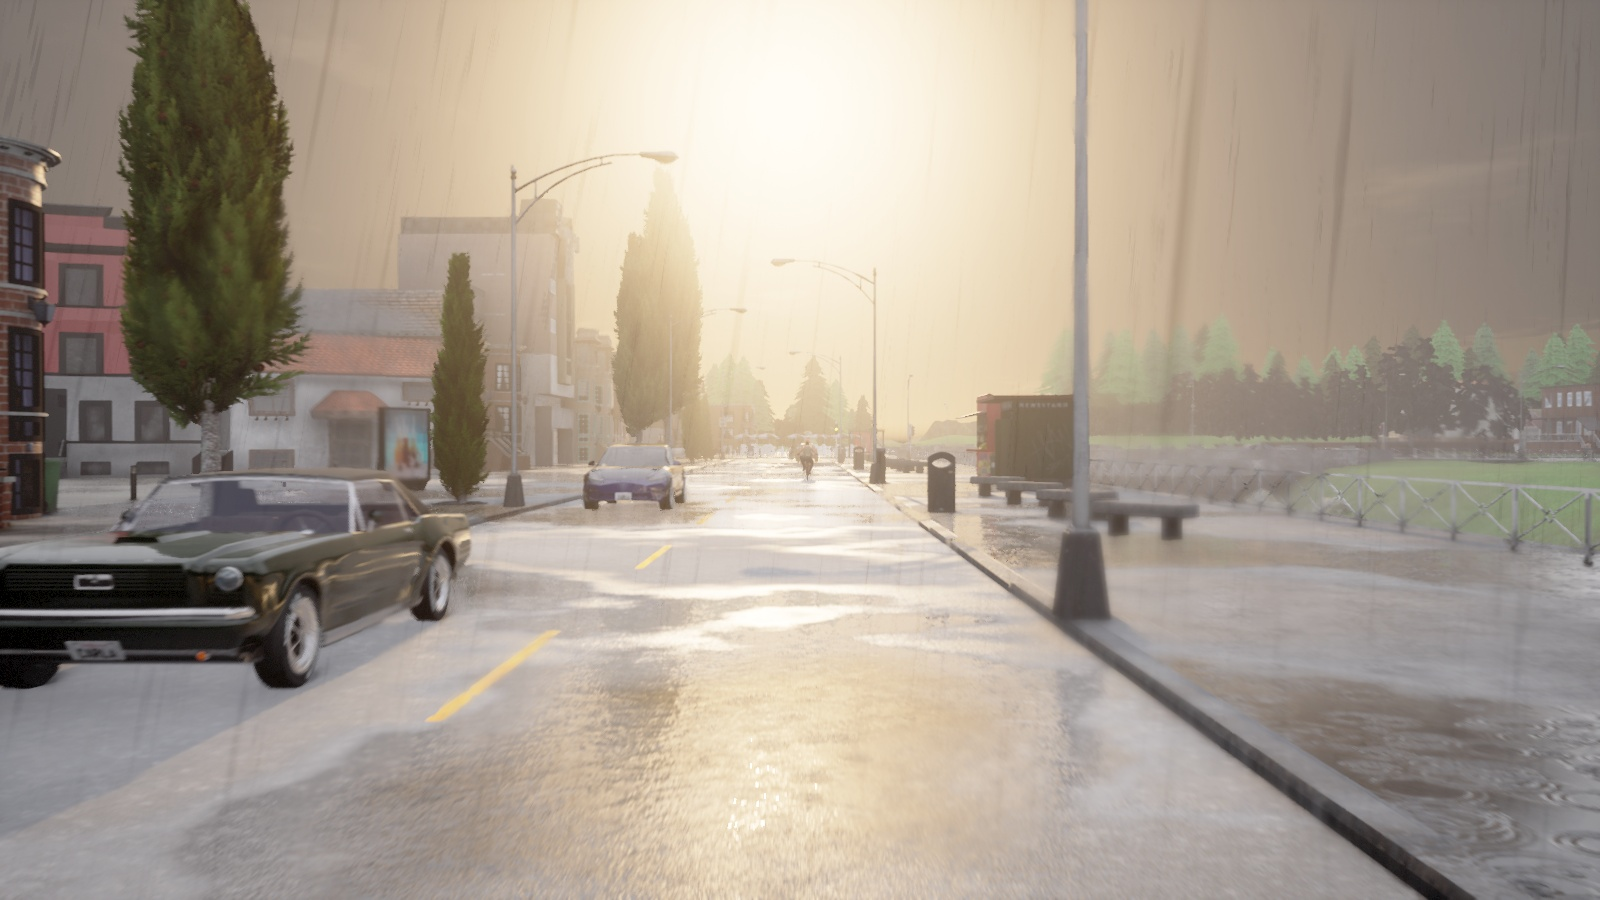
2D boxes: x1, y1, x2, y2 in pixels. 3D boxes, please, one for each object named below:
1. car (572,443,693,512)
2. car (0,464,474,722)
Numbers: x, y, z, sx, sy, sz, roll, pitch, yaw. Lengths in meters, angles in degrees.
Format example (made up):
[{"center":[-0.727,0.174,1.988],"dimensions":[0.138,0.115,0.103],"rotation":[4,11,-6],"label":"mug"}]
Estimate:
[{"center":[-3.821,0.577,29.514],"dimensions":[2.163,1.488,4.792],"rotation":[0,0,0],"label":"car"},{"center":[-3.934,0.792,9.096],"dimensions":[1.895,1.301,4.718],"rotation":[0,0,0],"label":"car"}]
